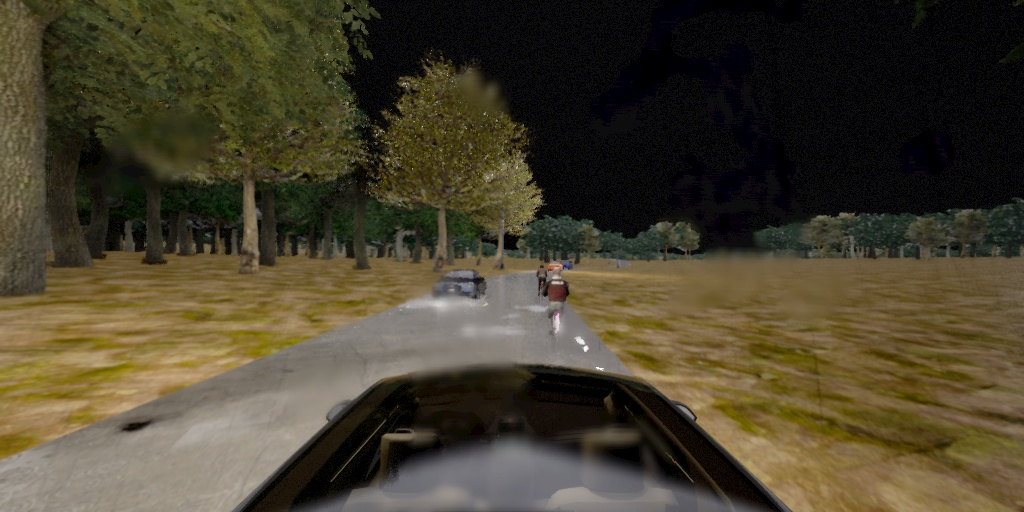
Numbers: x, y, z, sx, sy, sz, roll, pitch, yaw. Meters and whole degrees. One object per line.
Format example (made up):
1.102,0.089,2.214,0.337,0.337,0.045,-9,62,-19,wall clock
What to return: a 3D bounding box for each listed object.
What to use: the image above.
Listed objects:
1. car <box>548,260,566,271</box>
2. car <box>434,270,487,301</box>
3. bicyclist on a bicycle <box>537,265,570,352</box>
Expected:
7.204,1.643,59.296,2.097,1.767,4.553,0,-1,13,car
-2.441,1.367,17.750,1.994,1.385,4.181,0,0,4,car
0.990,1.130,8.091,0.659,1.776,1.843,0,0,2,bicyclist on a bicycle
